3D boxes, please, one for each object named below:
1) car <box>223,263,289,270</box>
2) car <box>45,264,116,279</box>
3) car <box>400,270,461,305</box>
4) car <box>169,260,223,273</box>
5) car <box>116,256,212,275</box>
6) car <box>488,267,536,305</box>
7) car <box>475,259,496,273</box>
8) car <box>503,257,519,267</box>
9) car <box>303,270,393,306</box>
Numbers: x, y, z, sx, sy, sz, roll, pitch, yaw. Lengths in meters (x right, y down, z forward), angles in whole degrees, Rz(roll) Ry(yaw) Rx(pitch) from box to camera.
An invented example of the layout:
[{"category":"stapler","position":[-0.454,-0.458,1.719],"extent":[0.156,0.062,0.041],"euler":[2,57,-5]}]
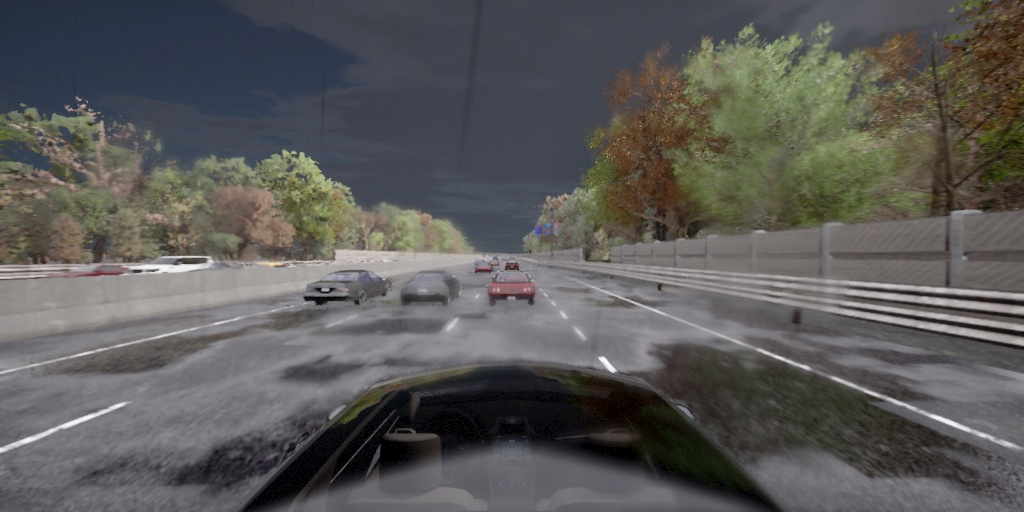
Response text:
[{"category":"car","position":[-17.572,1.249,25.669],"extent":[1.882,1.535,5.008],"euler":[0,0,0]},{"category":"car","position":[-28.069,1.296,24.180],"extent":[1.812,1.442,4.674],"euler":[0,0,0]},{"category":"car","position":[-3.493,1.327,16.045],"extent":[1.994,1.385,4.181],"euler":[0,0,0]},{"category":"car","position":[-21.076,1.263,25.780],"extent":[2.128,1.511,4.902],"euler":[0,0,0]},{"category":"car","position":[-24.568,0.996,26.175],"extent":[2.150,2.045,5.566],"euler":[0,0,0]},{"category":"car","position":[0.006,1.363,16.217],"extent":[1.895,1.301,4.718],"euler":[0,0,0]},{"category":"car","position":[-3.478,1.352,45.271],"extent":[1.994,1.385,4.181],"euler":[0,0,0]},{"category":"car","position":[0.023,1.272,51.667],"extent":[1.882,1.535,5.008],"euler":[0,0,0]},{"category":"car","position":[-6.993,1.310,15.940],"extent":[2.033,1.411,5.357],"euler":[0,0,0]}]
